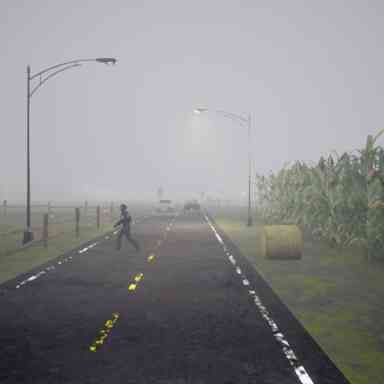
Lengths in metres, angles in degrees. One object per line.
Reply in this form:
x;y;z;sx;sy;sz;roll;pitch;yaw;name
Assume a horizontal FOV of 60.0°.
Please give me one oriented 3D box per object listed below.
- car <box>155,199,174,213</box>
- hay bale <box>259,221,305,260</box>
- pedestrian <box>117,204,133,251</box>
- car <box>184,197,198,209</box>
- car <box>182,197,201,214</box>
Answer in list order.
-2.976;1.525;37.363;1.812;1.442;4.674;0;0;0;car
3.083;1.655;11.545;1.220;1.180;1.240;0;0;0;hay bale
-2.485;1.294;12.347;0.375;1.860;0.375;0;0;-3;pedestrian
-0.094;1.477;45.991;1.882;1.535;5.008;0;0;0;car
-0.039;1.491;35.357;2.128;1.511;4.902;0;0;0;car
